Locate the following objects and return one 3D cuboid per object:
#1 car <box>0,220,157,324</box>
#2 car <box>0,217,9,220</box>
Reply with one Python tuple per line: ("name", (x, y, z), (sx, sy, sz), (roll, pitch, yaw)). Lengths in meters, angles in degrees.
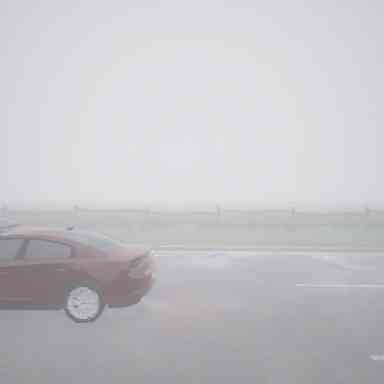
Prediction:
("car", (-3.222, 1.459, 6.601), (5.008, 1.535, 1.882), (0, 0, 3))
("car", (-7.396, 1.470, 10.289), (4.892, 1.490, 1.837), (0, 0, 3))
